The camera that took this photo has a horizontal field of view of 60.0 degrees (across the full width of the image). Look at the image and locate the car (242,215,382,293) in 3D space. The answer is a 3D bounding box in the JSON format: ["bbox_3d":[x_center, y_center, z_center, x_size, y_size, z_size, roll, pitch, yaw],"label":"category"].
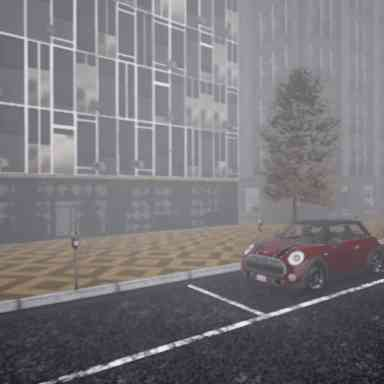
[{"bbox_3d":[3.236,1.473,8.860,4.097,1.590,1.967,0,-1,-35],"label":"car"}]
